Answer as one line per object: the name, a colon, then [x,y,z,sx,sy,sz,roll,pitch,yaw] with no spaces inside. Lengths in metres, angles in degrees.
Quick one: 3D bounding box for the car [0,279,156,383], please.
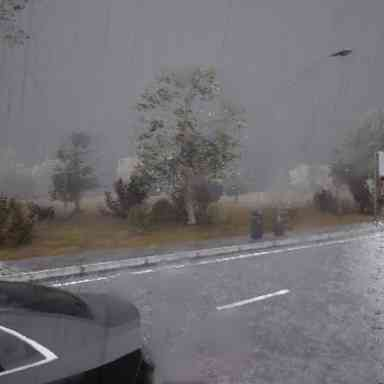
car: [-2.601,1.505,2.138,4.892,1.490,1.837,0,0,-35]
